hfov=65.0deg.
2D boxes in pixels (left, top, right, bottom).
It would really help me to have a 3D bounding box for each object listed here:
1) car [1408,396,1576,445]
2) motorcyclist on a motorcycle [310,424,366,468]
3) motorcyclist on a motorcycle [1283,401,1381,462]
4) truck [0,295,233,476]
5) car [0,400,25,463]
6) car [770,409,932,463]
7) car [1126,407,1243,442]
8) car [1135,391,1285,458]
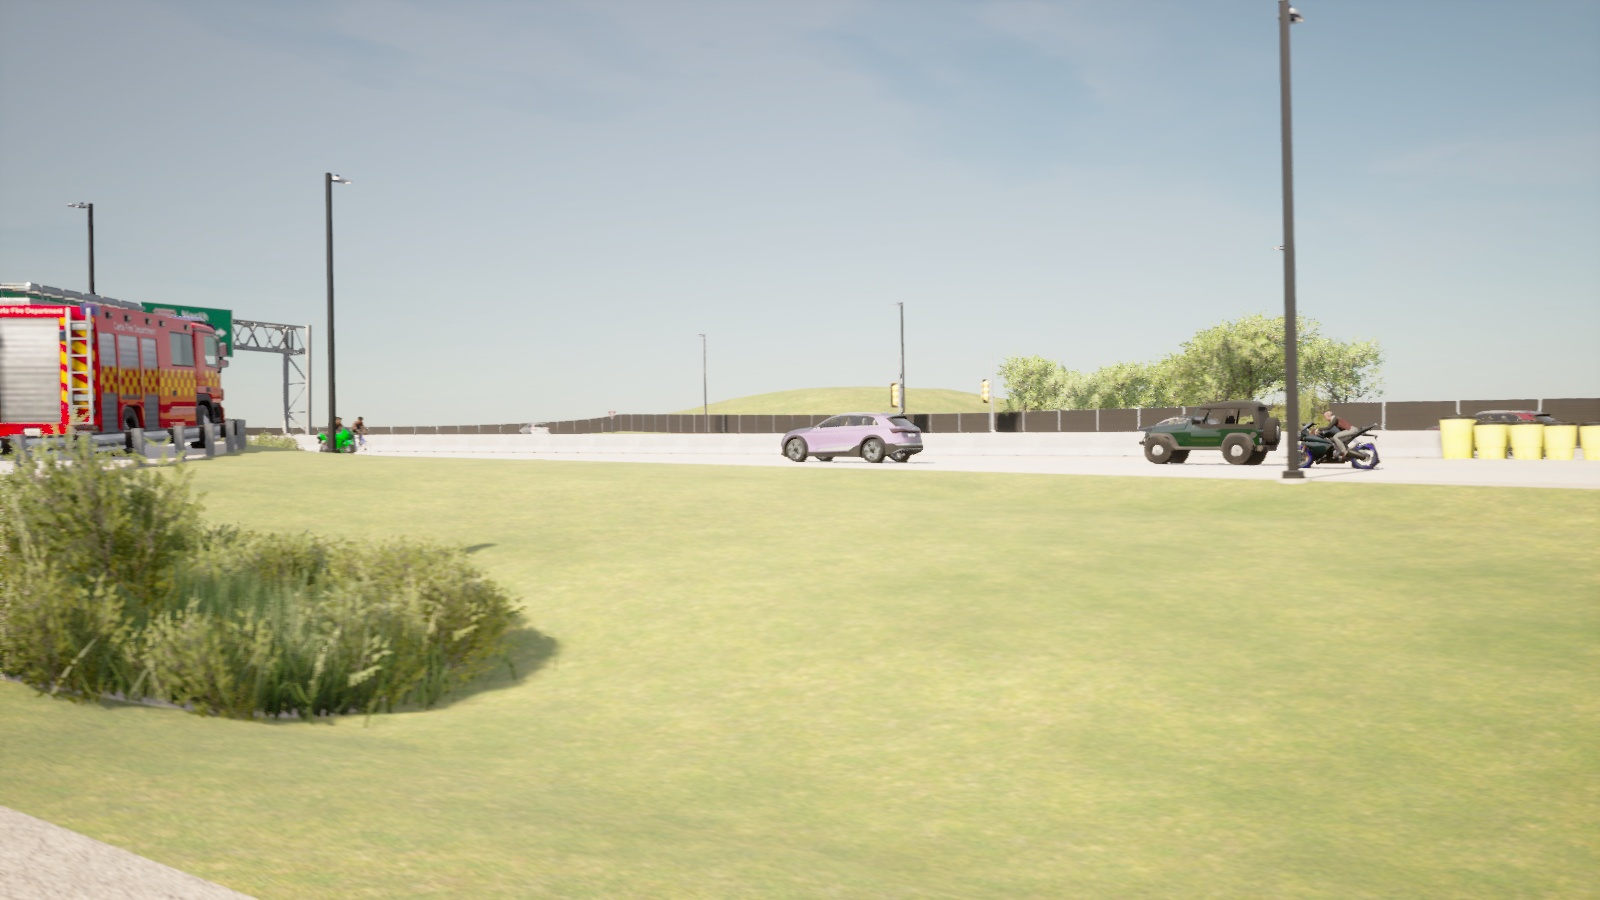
[{"bbox_3d":[24.680,-1.049,44.967,2.033,1.649,4.856,-2,1,-34],"label":"car"},{"bbox_3d":[-16.287,-0.126,44.284,2.044,1.523,0.797,-1,1,34],"label":"motorcyclist on a motorcycle"},{"bbox_3d":[13.686,-0.467,32.328,2.191,1.530,0.866,-1,1,34],"label":"motorcyclist on a motorcycle"},{"bbox_3d":[-16.963,-1.543,31.061,2.891,3.827,8.468,-2,2,-7],"label":"truck"},{"bbox_3d":[-22.172,-0.513,33.879,1.851,1.617,3.988,-2,3,-36],"label":"car"},{"bbox_3d":[1.609,-0.435,40.556,4.856,1.649,2.033,-1,1,34],"label":"car"},{"bbox_3d":[17.335,-1.131,56.875,2.128,1.511,4.902,-2,1,-30],"label":"car"},{"bbox_3d":[12.247,-0.723,37.539,3.866,1.878,1.905,-1,1,34],"label":"car"}]
